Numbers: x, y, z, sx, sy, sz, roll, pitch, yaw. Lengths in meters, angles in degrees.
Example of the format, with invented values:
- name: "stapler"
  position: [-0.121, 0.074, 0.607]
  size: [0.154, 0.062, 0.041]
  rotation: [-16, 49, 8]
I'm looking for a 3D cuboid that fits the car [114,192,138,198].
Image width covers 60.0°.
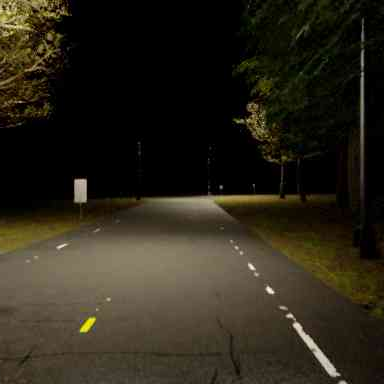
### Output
- name: "car"
  position: [-13.530, 0.597, 68.427]
  size: [4.718, 1.301, 1.895]
  rotation: [-1, -1, 0]
